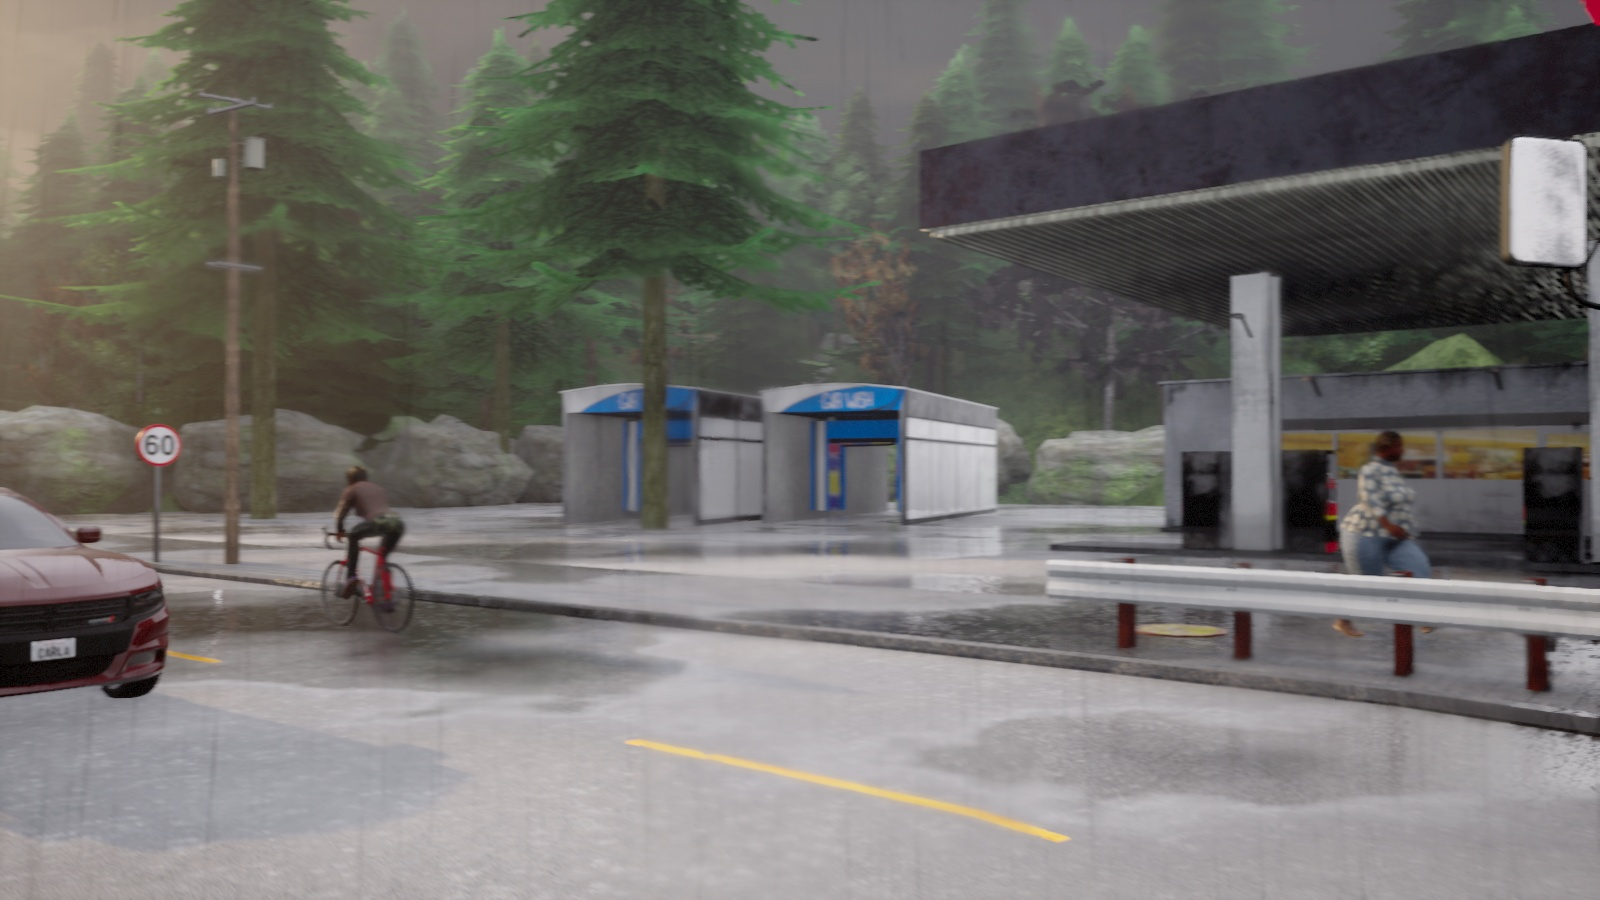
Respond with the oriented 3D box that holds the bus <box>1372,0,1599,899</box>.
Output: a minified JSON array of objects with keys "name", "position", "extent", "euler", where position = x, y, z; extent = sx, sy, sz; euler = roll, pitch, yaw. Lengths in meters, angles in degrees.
[{"name":"bus","position":[4.276,-0.586,1.034],"extent":[3.944,4.253,10.273],"euler":[0,-1,7]}]

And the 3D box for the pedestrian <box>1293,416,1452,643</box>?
[{"name":"pedestrian","position":[4.958,0.660,10.891],"extent":[0.874,1.855,0.900],"euler":[0,-1,-34]}]

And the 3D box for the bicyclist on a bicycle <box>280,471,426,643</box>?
[{"name":"bicyclist on a bicycle","position":[-4.491,1.029,12.565],"extent":[1.656,1.620,0.582],"euler":[-2,-1,39]}]

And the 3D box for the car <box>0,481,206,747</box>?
[{"name":"car","position":[-6.483,1.014,9.096],"extent":[5.008,1.535,1.882],"euler":[-1,-1,38]}]
